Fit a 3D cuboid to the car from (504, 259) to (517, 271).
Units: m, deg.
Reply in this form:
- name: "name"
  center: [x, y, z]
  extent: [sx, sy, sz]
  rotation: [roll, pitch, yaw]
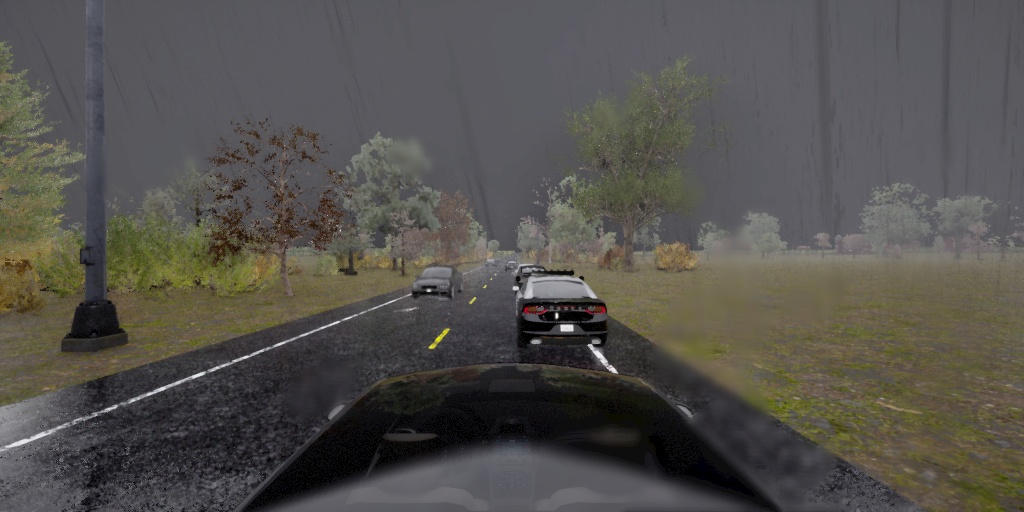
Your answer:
- name: "car"
  center: [0.036, 1.238, 47.434]
  extent: [1.812, 1.442, 4.674]
  rotation: [0, 0, 1]

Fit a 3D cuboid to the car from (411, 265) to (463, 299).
- name: "car"
  center: [-3.600, 1.248, 17.960]
  extent: [1.837, 1.490, 4.892]
  rotation: [0, 0, 0]

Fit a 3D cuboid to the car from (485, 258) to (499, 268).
- name: "car"
  center: [-3.575, 1.211, 60.890]
  extent: [1.812, 1.442, 4.674]
  rotation: [0, 0, 0]

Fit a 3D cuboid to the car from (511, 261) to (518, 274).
- name: "car"
  center: [1.051, 1.265, 25.322]
  extent: [1.812, 1.442, 4.674]
  rotation: [0, 0, 0]

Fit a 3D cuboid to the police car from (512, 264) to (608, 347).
- name: "police car"
  center: [1.050, 1.173, 9.430]
  extent: [1.930, 1.638, 5.238]
  rotation: [0, 0, 0]

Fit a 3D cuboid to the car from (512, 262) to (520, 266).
- name: "car"
  center: [1.050, 1.248, 19.321]
  extent: [1.837, 1.490, 4.892]
  rotation: [0, 0, 0]
